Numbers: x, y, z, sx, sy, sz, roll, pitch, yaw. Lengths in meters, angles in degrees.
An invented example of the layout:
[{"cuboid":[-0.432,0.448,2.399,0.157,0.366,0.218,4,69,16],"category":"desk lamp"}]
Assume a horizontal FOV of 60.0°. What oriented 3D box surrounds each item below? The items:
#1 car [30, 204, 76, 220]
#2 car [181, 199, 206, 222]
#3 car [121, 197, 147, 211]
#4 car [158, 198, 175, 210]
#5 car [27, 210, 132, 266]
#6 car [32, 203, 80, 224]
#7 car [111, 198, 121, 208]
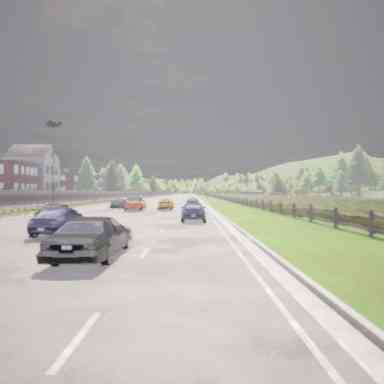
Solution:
[{"cuboid":[-6.895,1.544,17.465,1.812,1.442,4.674,0,0,0],"category":"car"},{"cuboid":[0.106,1.553,26.427,1.812,1.442,4.674,0,0,0],"category":"car"},{"cuboid":[-6.895,1.394,41.098,2.097,1.767,4.553,0,0,0],"category":"car"},{"cuboid":[-3.396,1.523,44.377,1.882,1.535,5.008,0,0,0],"category":"car"},{"cuboid":[-3.401,1.560,11.527,2.033,1.411,5.357,0,0,0],"category":"car"},{"cuboid":[-10.397,1.591,25.708,1.994,1.385,4.181,0,0,0],"category":"car"},{"cuboid":[-10.395,1.614,48.072,1.994,1.385,4.181,0,0,0],"category":"car"}]
